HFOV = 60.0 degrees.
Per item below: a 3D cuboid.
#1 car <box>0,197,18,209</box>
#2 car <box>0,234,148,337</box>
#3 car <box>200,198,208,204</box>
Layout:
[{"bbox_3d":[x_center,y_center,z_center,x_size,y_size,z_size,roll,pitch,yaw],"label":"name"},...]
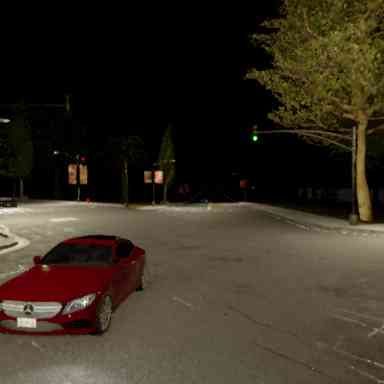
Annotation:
[{"bbox_3d":[-23.432,1.348,41.790,1.994,1.385,4.181,-1,1,-41],"label":"car"},{"bbox_3d":[-2.178,1.697,7.129,1.812,1.442,4.674,1,-2,5],"label":"car"},{"bbox_3d":[3.035,2.285,84.660,1.882,1.535,5.008,0,-1,3],"label":"car"}]
